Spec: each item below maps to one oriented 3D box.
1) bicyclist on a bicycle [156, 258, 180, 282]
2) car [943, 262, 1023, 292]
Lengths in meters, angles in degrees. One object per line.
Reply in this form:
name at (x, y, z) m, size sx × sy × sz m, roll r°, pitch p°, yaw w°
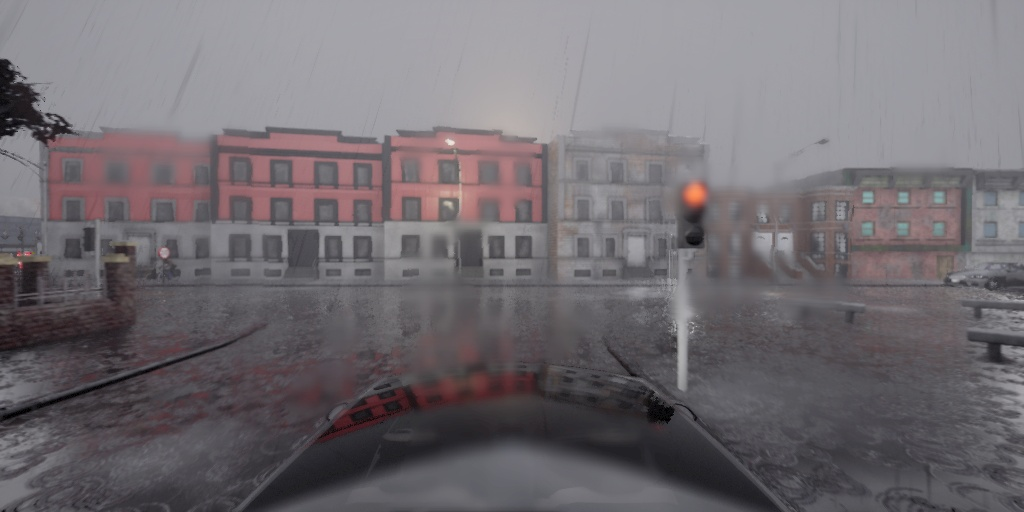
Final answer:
bicyclist on a bicycle at (-22.695, 0.903, 23.677) m, size 0.582 × 1.620 × 1.656 m, roll 0°, pitch 1°, yaw 0°
car at (26.592, 1.084, 19.508) m, size 4.902 × 1.511 × 2.128 m, roll 0°, pitch 1°, yaw 0°
